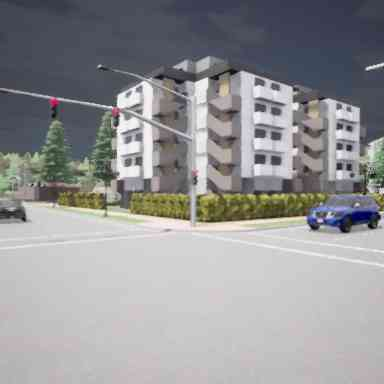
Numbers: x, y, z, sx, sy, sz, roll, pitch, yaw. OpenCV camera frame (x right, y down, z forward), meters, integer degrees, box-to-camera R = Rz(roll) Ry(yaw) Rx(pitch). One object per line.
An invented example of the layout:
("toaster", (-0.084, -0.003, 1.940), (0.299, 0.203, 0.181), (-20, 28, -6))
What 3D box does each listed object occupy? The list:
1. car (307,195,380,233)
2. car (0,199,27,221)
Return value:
("car", (9.236, 1.233, 20.038), (5.566, 2.045, 2.150), (0, 0, -38))
("car", (-14.322, 1.320, 25.815), (2.097, 1.767, 4.553), (0, 0, -36))
